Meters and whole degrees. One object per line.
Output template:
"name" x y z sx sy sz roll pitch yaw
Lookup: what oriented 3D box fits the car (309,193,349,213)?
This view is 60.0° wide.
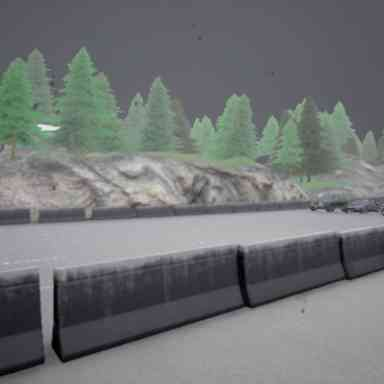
"car" 15.160 1.147 36.260 5.566 2.045 2.150 -1 0 -35

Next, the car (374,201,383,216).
"car" 19.259 1.417 30.585 4.902 1.511 2.128 -1 0 -35

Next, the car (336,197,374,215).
"car" 17.239 1.472 33.447 5.357 1.411 2.033 -1 0 -35
